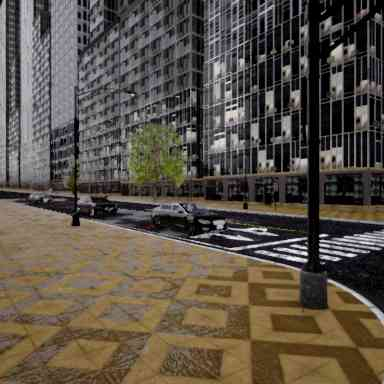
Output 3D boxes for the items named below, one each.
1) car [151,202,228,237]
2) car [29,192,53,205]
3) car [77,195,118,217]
[{"bbox_3d":[-0.254,1.257,16.790,2.128,1.511,4.902,0,1,-38],"label":"car"},{"bbox_3d":[-17.943,0.733,39.390,2.128,1.511,4.902,0,1,-38],"label":"car"},{"bbox_3d":[-7.476,1.057,25.973,1.837,1.490,4.892,0,1,-38],"label":"car"}]
